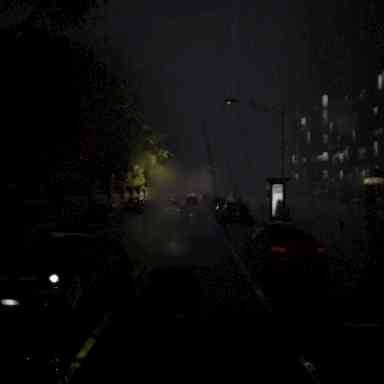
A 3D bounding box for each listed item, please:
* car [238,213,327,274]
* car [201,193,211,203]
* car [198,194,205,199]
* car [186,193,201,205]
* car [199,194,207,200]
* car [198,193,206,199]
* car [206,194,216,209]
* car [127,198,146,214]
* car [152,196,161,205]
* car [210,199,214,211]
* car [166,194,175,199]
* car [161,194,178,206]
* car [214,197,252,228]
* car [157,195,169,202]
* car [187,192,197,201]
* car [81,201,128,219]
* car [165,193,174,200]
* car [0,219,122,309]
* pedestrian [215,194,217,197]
[{"bbox_3d":[2.688,1.536,10.125,1.802,1.307,4.206,0,0,0],"label":"car"},{"bbox_3d":[2.679,1.087,60.813,2.192,1.841,5.009,0,0,0],"label":"car"},{"bbox_3d":[2.672,1.221,94.607,1.887,1.381,4.507,0,0,0],"label":"car"},{"bbox_3d":[-0.009,1.273,53.271,1.882,1.535,5.008,0,0,0],"label":"car"},{"bbox_3d":[2.675,1.228,83.514,1.752,1.417,4.829,0,0,0],"label":"car"},{"bbox_3d":[2.673,1.128,88.975,1.967,1.590,4.097,0,0,0],"label":"car"},{"bbox_3d":[2.993,1.318,38.997,1.882,1.535,5.008,0,0,0],"label":"car"},{"bbox_3d":[-5.697,1.301,32.651,1.967,1.590,4.097,0,0,0],"label":"car"},{"bbox_3d":[-5.701,1.372,55.181,1.802,1.307,4.206,0,0,0],"label":"car"},{"bbox_3d":[2.684,1.463,27.021,1.802,1.307,4.206,0,0,0],"label":"car"},{"bbox_3d":[-5.706,1.239,88.973,2.008,1.369,4.403,0,0,0],"label":"car"},{"bbox_3d":[-3.084,1.371,49.749,1.994,1.385,4.181,0,0,0],"label":"car"},{"bbox_3d":[2.686,1.344,21.389,1.967,1.590,4.097,0,0,0],"label":"car"},{"bbox_3d":[-5.703,1.306,66.446,2.008,1.369,4.403,0,0,0],"label":"car"},{"bbox_3d":[-0.013,0.949,73.684,2.097,1.767,4.553,0,0,0],"label":"car"},{"bbox_3d":[-5.694,1.470,21.388,1.947,1.339,4.313,0,0,0],"label":"car"},{"bbox_3d":[-5.705,1.143,83.342,1.967,1.590,4.097,0,0,0],"label":"car"},{"bbox_3d":[-3.103,1.565,7.880,1.895,1.301,4.718,0,0,0],"label":"car"},{"bbox_3d":[2.993,1.125,42.000,0.375,1.860,0.375,0,0,-3],"label":"pedestrian"}]
